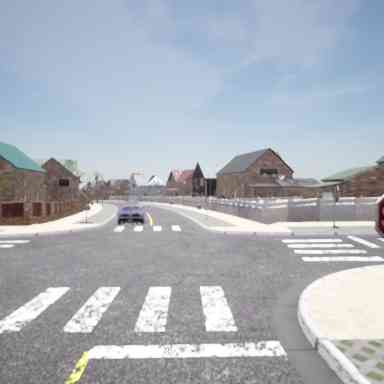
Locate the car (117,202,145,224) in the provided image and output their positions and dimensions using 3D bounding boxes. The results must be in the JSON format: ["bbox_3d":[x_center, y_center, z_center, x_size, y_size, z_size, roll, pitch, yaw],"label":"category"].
[{"bbox_3d":[-4.498,1.664,25.080,1.895,1.301,4.718,0,0,-7],"label":"car"}]

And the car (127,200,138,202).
[{"bbox_3d":[-7.989,1.721,44.473,2.033,1.411,5.357,0,0,-12],"label":"car"}]
